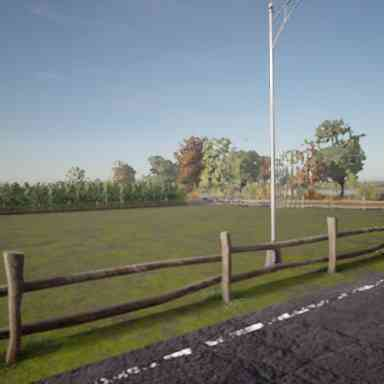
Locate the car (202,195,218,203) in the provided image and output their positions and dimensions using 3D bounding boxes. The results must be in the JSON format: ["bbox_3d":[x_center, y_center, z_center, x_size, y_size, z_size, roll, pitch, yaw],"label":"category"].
[{"bbox_3d":[3.315,1.428,65.751,1.812,1.442,4.674,-1,0,-15],"label":"car"}]

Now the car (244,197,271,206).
[{"bbox_3d":[10.116,1.443,50.282,1.895,1.301,4.718,-2,0,-31],"label":"car"}]

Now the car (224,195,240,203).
[{"bbox_3d":[7.502,1.374,62.325,2.128,1.511,4.902,-2,0,-17],"label":"car"}]

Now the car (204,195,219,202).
[{"bbox_3d":[4.334,1.429,73.301,1.812,1.442,4.674,-1,0,-16],"label":"car"}]
